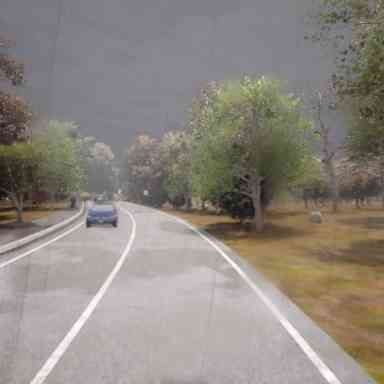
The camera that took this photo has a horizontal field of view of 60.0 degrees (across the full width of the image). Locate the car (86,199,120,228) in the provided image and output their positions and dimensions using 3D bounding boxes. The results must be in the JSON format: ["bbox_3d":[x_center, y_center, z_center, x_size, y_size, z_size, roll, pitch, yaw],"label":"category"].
[{"bbox_3d":[-5.694,1.441,21.590,1.812,1.442,4.674,1,0,-10],"label":"car"}]

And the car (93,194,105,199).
[{"bbox_3d":[-17.352,1.168,62.185,2.128,1.511,4.902,1,0,-18],"label":"car"}]
